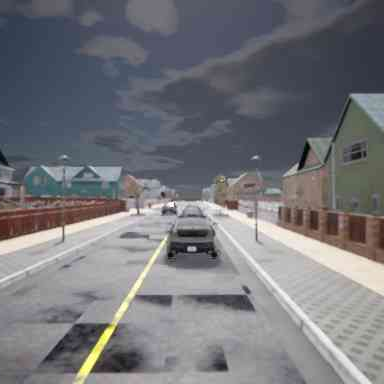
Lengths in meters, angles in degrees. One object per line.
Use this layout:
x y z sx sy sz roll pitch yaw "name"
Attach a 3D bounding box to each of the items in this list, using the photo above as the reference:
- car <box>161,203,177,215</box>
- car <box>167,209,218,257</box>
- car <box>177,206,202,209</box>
-2.765 2.044 41.568 2.033 1.411 5.357 0 -1 0 "car"
0.018 1.658 13.520 1.837 1.490 4.892 0 0 0 "car"
0.014 1.895 28.630 1.994 1.385 4.181 0 -1 1 "car"
